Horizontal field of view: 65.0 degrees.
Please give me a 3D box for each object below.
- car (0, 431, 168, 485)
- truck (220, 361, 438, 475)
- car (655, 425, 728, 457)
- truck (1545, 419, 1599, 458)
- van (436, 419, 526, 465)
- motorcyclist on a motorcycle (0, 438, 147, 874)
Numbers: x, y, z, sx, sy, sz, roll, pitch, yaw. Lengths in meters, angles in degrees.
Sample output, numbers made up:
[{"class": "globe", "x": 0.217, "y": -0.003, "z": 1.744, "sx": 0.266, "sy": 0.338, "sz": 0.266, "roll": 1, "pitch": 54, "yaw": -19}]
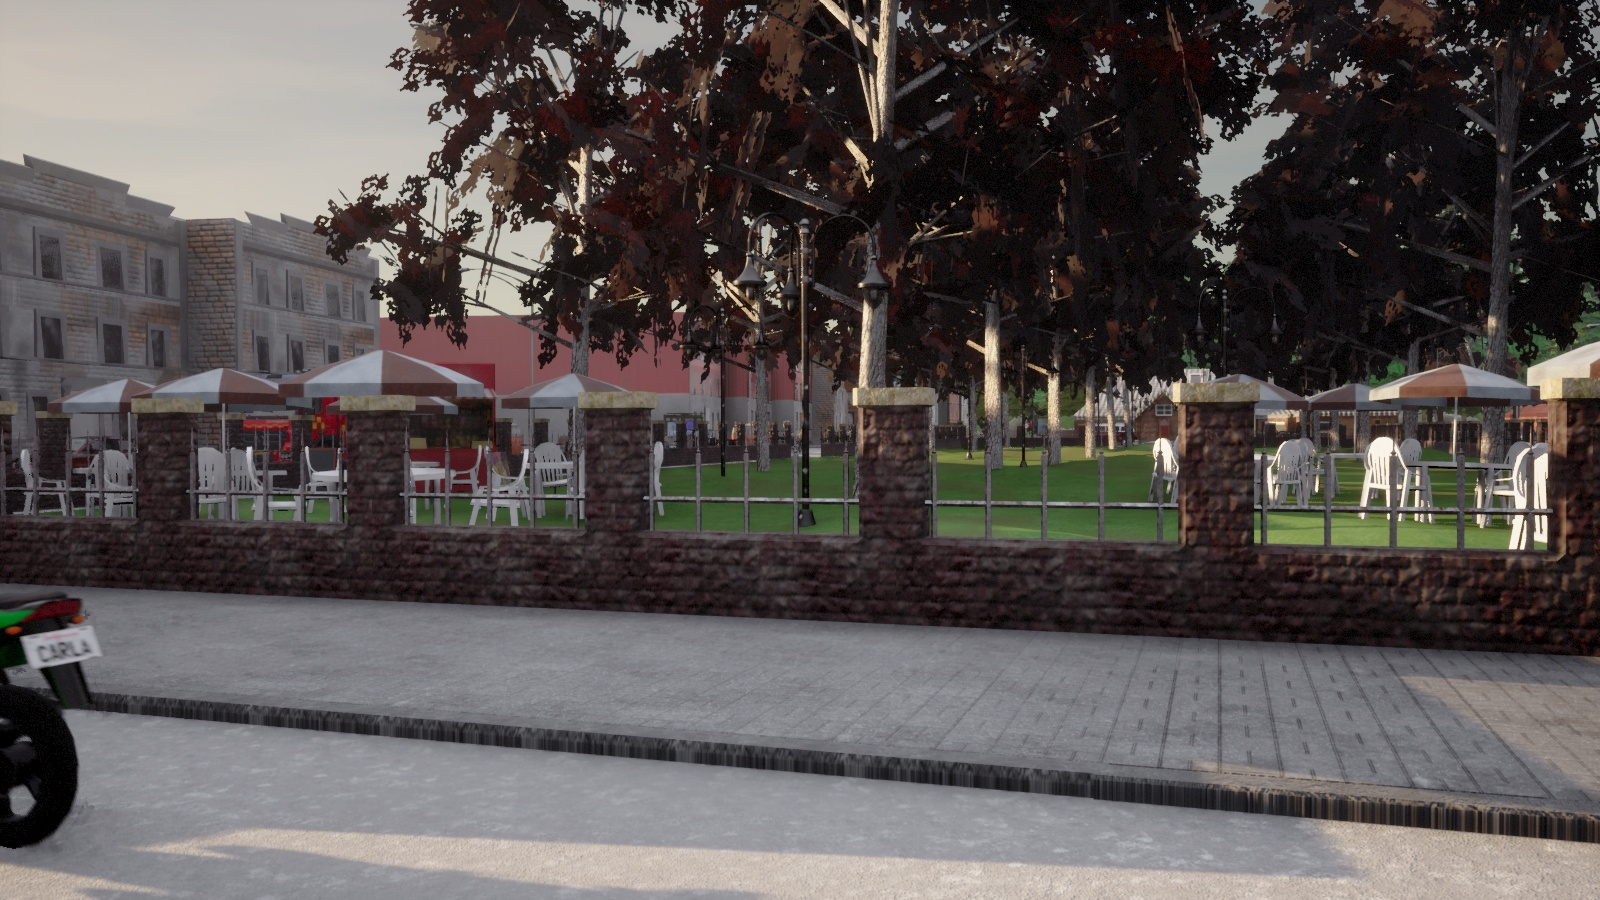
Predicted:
[{"class": "car", "x": -20.693, "y": 0.180, "z": 36.370, "sx": 1.816, "sy": 1.474, "sz": 4.193, "roll": 1, "pitch": 1, "yaw": 18}, {"class": "truck", "x": -17.227, "y": -1.152, "z": 46.772, "sx": 2.891, "sy": 3.827, "sz": 8.468, "roll": 1, "pitch": 1, "yaw": 18}, {"class": "car", "x": -5.846, "y": -0.511, "z": 68.335, "sx": 2.152, "sy": 1.651, "sz": 5.027, "roll": 1, "pitch": 1, "yaw": 19}, {"class": "truck", "x": 50.556, "y": -0.776, "z": 81.607, "sx": 2.627, "sy": 2.467, "sz": 5.204, "roll": 1, "pitch": 1, "yaw": 18}, {"class": "van", "x": -14.172, "y": -0.370, "z": 55.991, "sx": 1.775, "sy": 1.987, "sz": 4.442, "roll": 1, "pitch": 1, "yaw": 18}, {"class": "motorcyclist on a motorcycle", "x": -3.699, "y": 0.716, "z": 4.944, "sx": 2.044, "sy": 1.523, "sz": 0.797, "roll": 1, "pitch": 1, "yaw": 18}]
